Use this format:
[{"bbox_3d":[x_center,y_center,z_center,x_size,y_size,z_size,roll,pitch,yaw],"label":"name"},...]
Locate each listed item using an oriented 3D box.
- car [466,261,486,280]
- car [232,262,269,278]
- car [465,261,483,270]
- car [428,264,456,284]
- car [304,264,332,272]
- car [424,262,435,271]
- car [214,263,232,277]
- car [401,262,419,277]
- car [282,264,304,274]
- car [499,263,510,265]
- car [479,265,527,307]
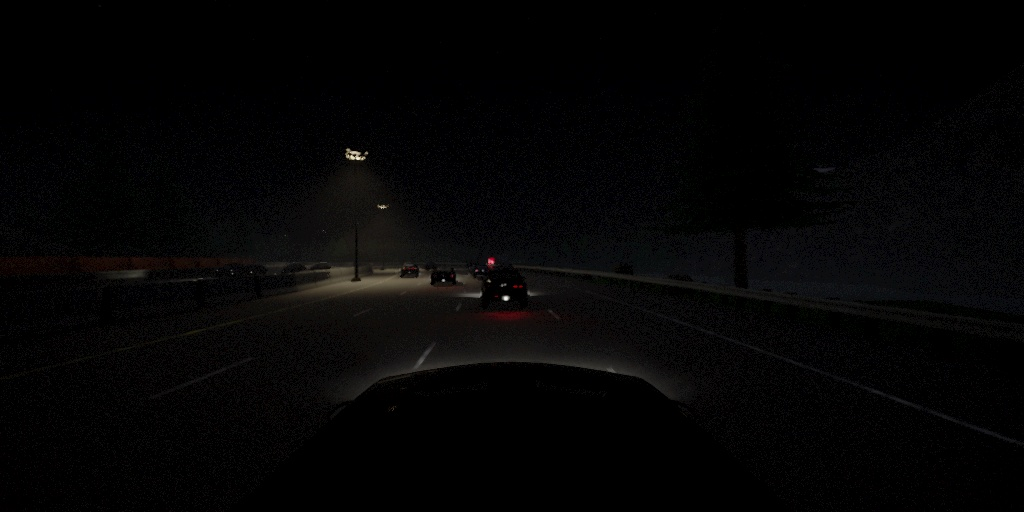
[{"bbox_3d":[-3.462,1.525,38.087,2.033,1.411,5.357,0,0,-13],"label":"car"},{"bbox_3d":[-30.048,1.760,41.715,1.837,1.490,4.892,0,0,-15],"label":"car"},{"bbox_3d":[-6.581,1.609,61.300,1.882,1.535,5.008,0,0,-20],"label":"car"},{"bbox_3d":[-5.514,1.550,29.035,1.895,1.301,4.718,0,0,-10],"label":"car"},{"bbox_3d":[-23.459,1.696,44.130,2.128,1.511,4.902,0,0,-16],"label":"car"},{"bbox_3d":[-13.750,1.723,60.503,1.812,1.442,4.674,0,0,-21],"label":"car"},{"bbox_3d":[-34.351,1.662,44.019,2.097,1.767,4.553,0,0,-16],"label":"car"},{"bbox_3d":[-11.474,1.560,40.535,2.128,1.511,4.902,0,0,-14],"label":"car"},{"bbox_3d":[-27.469,1.728,45.412,1.882,1.535,5.008,0,0,-16],"label":"car"},{"bbox_3d":[-0.829,1.534,41.527,1.994,1.385,4.181,0,0,-13],"label":"car"},{"bbox_3d":[-0.423,1.336,15.977,1.837,1.490,4.892,0,0,-4],"label":"car"}]
